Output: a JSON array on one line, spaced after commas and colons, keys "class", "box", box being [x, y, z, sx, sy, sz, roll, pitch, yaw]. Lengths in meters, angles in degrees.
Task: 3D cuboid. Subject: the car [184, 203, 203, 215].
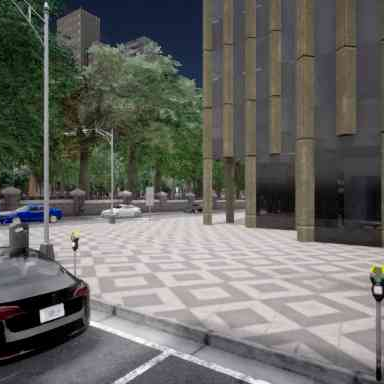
[{"class": "car", "box": [0.793, 2.309, 46.737, 1.882, 1.535, 5.008, 0, 0, 35]}]

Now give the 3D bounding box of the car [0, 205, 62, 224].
[{"class": "car", "box": [-13.076, 1.806, 26.986, 1.882, 1.535, 5.008, 0, -1, 35]}]

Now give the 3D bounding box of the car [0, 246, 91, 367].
[{"class": "car", "box": [-3.463, 1.566, 5.416, 4.313, 1.339, 1.947, 0, 0, 35]}]

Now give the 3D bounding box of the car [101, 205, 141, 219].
[{"class": "car", "box": [-7.387, 2.057, 35.099, 1.812, 1.442, 4.674, 0, -1, 35]}]
